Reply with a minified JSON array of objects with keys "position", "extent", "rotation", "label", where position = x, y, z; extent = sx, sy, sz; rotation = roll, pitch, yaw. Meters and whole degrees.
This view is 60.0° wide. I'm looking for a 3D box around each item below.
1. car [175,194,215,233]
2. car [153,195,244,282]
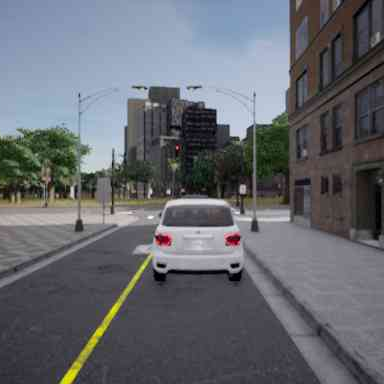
[{"position":[0.196,1.200,20.712],"extent":[2.150,2.045,5.566],"rotation":[0,0,0],"label":"car"},{"position":[0.147,1.210,9.837],"extent":[2.150,2.045,5.566],"rotation":[0,0,0],"label":"car"}]
